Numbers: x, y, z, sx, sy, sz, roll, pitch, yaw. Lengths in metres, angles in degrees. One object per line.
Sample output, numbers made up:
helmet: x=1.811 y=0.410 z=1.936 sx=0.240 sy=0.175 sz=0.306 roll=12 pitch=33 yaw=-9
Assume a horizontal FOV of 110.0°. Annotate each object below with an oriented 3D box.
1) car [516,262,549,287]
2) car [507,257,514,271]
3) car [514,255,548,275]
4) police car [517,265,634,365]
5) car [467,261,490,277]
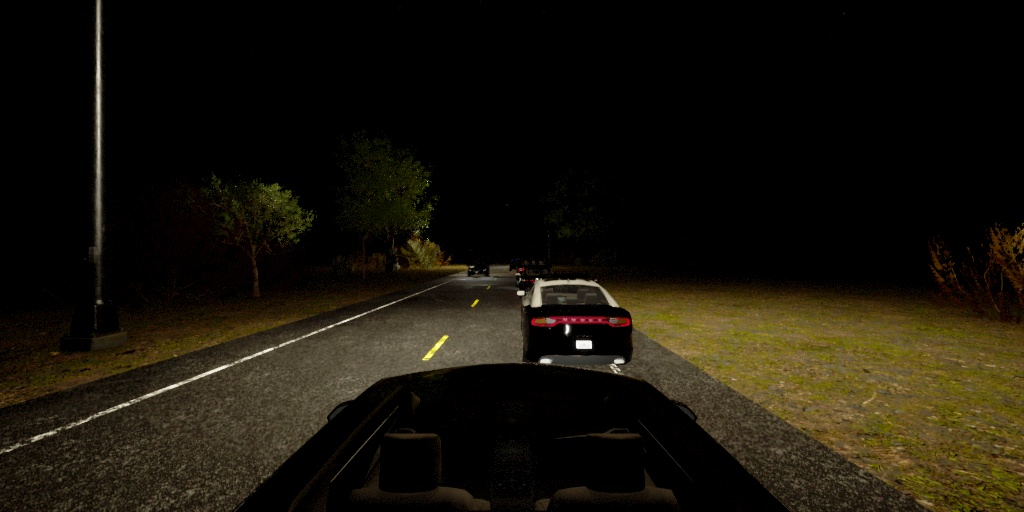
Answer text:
car: x=1.278 y=1.250 z=18.052 sx=1.837 sy=1.490 sz=4.892 roll=0 pitch=0 yaw=1
car: x=0.631 y=1.234 z=46.583 sx=1.812 sy=1.442 sz=4.674 roll=0 pitch=0 yaw=1
car: x=1.354 y=0.964 z=24.081 sx=2.150 sy=2.045 sz=5.566 roll=0 pitch=0 yaw=1
police car: x=1.152 y=1.174 z=8.163 sx=1.930 sy=1.638 sz=5.238 roll=0 pitch=0 yaw=1
car: x=-3.164 y=1.232 z=34.704 sx=1.837 sy=1.490 sz=4.892 roll=0 pitch=0 yaw=1
